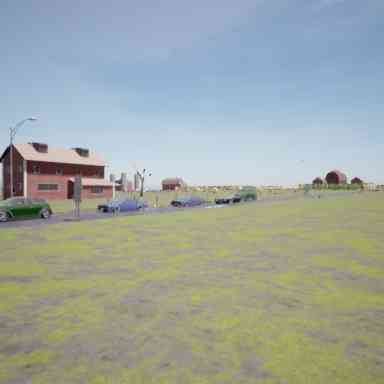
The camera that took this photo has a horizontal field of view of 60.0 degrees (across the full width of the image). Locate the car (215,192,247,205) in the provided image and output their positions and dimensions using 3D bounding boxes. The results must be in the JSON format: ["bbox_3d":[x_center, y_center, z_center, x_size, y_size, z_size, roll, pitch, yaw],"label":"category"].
[{"bbox_3d":[4.988,1.023,43.585,1.895,1.301,4.718,1,1,36],"label":"car"}]

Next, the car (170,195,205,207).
[{"bbox_3d":[-0.405,1.022,41.149,2.033,1.411,5.357,1,1,35],"label":"car"}]

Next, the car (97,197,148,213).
[{"bbox_3d":[-6.653,1.181,32.509,2.033,1.411,5.357,1,1,36],"label":"car"}]

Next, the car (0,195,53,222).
[{"bbox_3d":[-12.671,1.136,24.173,2.097,1.767,4.553,1,1,36],"label":"car"}]

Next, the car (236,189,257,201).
[{"bbox_3d":[8.471,0.465,53.275,2.150,2.045,5.566,1,1,36],"label":"car"}]
